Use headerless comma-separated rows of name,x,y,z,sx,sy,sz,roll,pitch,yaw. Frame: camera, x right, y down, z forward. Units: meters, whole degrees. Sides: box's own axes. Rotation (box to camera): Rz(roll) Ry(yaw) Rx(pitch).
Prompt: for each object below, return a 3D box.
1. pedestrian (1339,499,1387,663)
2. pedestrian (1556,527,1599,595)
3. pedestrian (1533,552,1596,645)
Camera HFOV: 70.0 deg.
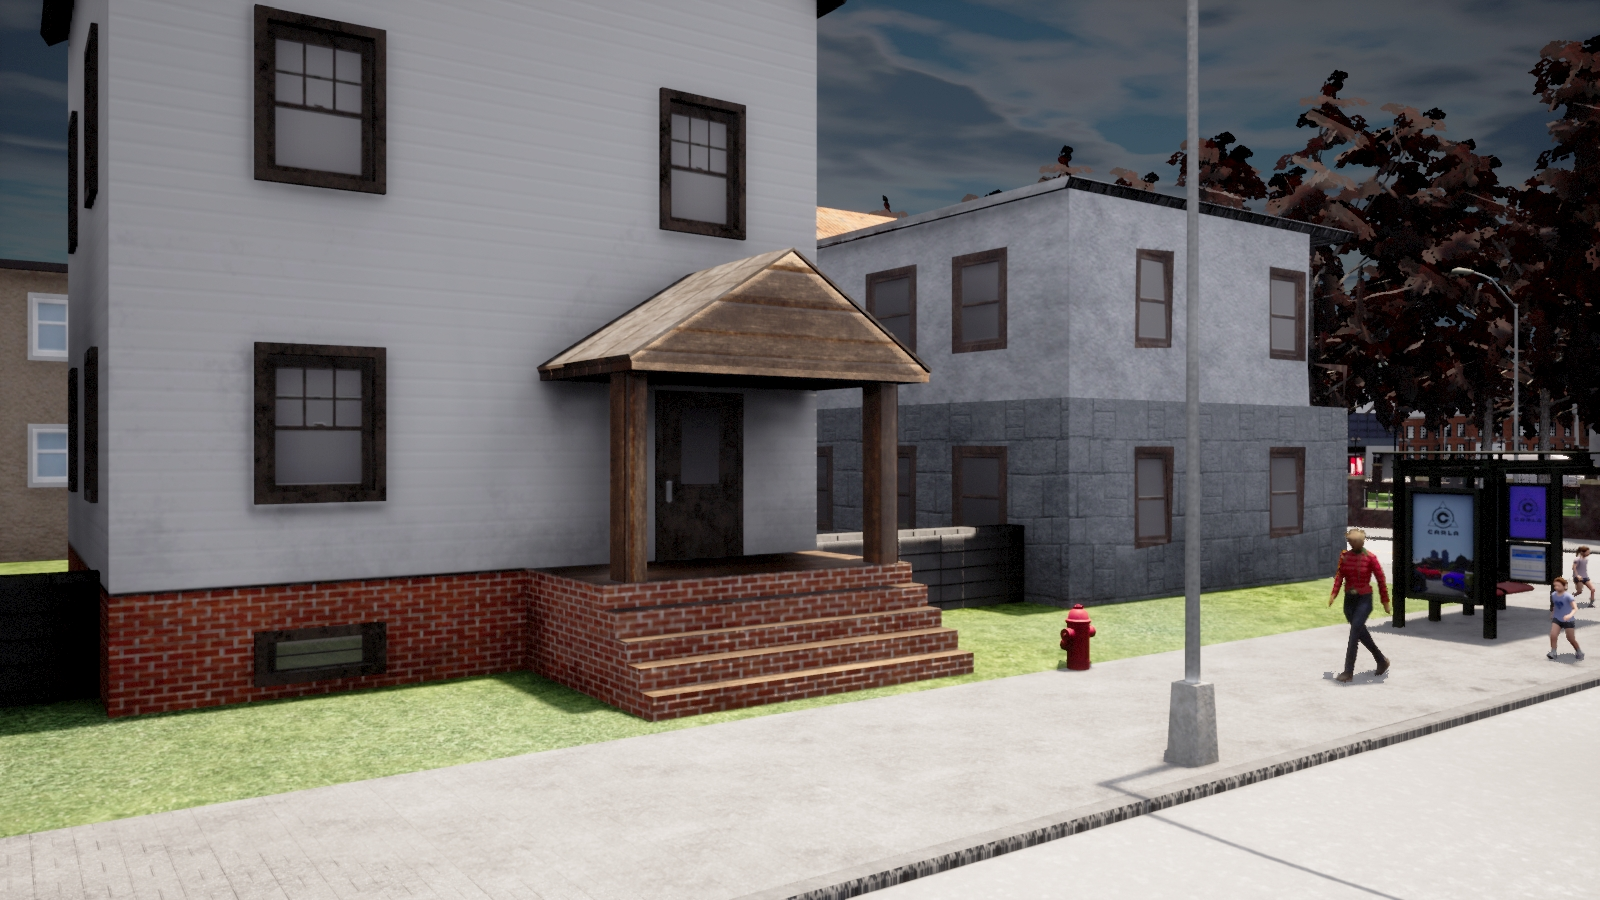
pedestrian,6.587,1.517,13.369,0.375,1.860,0.375,0,0,-33
pedestrian,13.395,1.896,19.615,0.500,1.100,0.500,0,0,-15
pedestrian,9.816,1.897,14.676,0.500,1.100,0.500,0,0,-27
